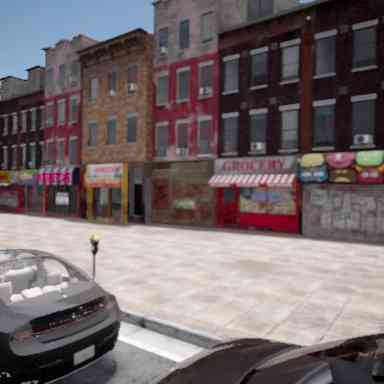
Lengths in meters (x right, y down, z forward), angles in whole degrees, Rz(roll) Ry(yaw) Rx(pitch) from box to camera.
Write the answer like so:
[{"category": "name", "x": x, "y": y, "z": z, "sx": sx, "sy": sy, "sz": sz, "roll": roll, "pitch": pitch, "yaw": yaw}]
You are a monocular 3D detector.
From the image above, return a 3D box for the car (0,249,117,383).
[{"category": "car", "x": -2.954, "y": 1.537, "z": 4.904, "sx": 4.403, "sy": 1.369, "sz": 2.008, "roll": 0, "pitch": 1, "yaw": 36}]

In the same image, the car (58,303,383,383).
[{"category": "car", "x": 1.447, "y": 1.567, "z": 1.764, "sx": 4.313, "sy": 1.339, "sz": 1.947, "roll": 0, "pitch": 1, "yaw": 36}]
